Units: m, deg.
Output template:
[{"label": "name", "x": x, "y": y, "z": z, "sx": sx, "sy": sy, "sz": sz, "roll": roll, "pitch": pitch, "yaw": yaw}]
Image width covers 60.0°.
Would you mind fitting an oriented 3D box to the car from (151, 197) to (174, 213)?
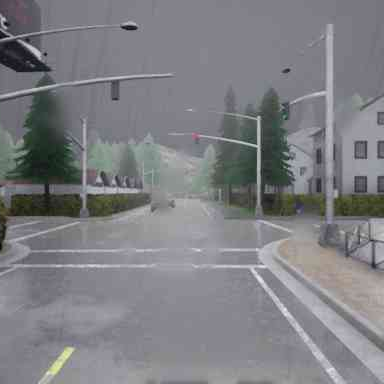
[{"label": "car", "x": -3.583, "y": 1.586, "z": 38.441, "sx": 2.033, "sy": 1.411, "sz": 5.357, "roll": 0, "pitch": 0, "yaw": 0}]
